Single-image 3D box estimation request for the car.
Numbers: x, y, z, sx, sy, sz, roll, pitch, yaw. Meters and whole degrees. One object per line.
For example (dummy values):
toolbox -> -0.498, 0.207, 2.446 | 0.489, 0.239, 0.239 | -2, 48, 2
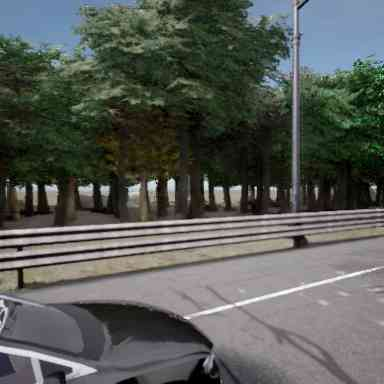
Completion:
car -> -1.959, 1.489, 2.314 | 4.902, 1.511, 2.128 | 0, 0, -35
